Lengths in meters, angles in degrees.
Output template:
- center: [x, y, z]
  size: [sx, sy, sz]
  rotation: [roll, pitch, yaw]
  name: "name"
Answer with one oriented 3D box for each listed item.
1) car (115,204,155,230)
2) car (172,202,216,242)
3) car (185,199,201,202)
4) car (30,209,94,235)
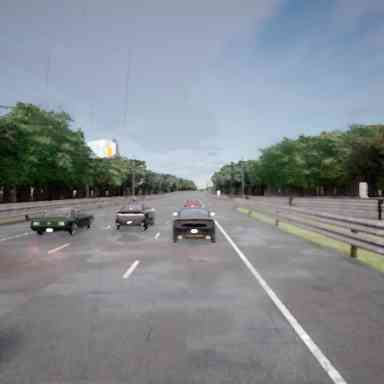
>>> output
- center: [-3.410, 1.452, 20.552]
  size: [2.128, 1.511, 4.902]
  rotation: [0, 0, 0]
  name: "car"
- center: [0.092, 1.447, 16.152]
  size: [1.882, 1.535, 5.008]
  rotation: [0, 0, 0]
  name: "car"
- center: [0.082, 1.512, 37.450]
  size: [1.994, 1.385, 4.181]
  rotation: [0, 0, 0]
  name: "car"
- center: [-6.908, 1.565, 18.350]
  size: [1.895, 1.301, 4.718]
  rotation: [0, 0, 0]
  name: "car"
